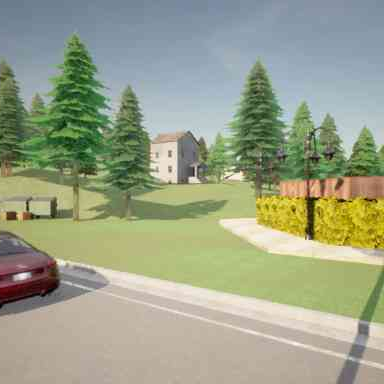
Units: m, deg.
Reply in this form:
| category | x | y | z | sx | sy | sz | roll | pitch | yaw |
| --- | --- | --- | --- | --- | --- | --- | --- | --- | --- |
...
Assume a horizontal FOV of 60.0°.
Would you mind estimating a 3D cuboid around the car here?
| category | x | y | z | sx | sy | sz | roll | pitch | yaw |
| --- | --- | --- | --- | --- | --- | --- | --- | --- | --- |
| car | -4.829 | 1.564 | 7.435 | 4.181 | 1.385 | 1.994 | 0 | 0 | 36 |
